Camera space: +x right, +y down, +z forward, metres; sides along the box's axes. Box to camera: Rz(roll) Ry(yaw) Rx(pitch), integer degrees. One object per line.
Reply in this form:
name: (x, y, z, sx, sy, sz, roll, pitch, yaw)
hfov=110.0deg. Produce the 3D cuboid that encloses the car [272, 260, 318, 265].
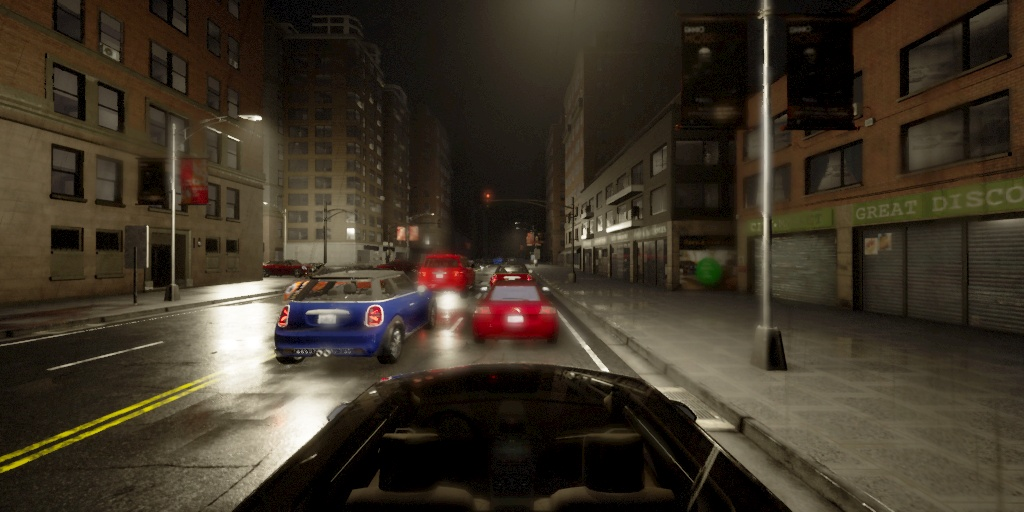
car: (-6.600, 1.102, 13.840, 2.097, 1.767, 4.553, 0, 0, 0)

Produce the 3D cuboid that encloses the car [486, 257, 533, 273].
car: (0.000, 1.104, 18.251, 2.097, 1.767, 4.553, 0, 0, 0)

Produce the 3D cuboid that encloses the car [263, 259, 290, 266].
car: (-20.793, 1.102, 33.570, 4.553, 1.767, 2.097, 0, 0, 2)

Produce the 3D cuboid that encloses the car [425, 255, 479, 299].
car: (-3.150, 0.974, 18.288, 2.150, 2.045, 5.566, 0, 0, 0)

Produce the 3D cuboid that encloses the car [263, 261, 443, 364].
car: (-3.147, 1.102, 8.249, 2.097, 1.767, 4.553, 0, 0, 0)

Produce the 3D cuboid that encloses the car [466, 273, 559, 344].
car: (0.092, 1.315, 9.633, 1.994, 1.385, 4.181, 0, 0, 0)

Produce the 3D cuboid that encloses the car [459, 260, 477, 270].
car: (-6.596, 1.319, 54.042, 2.033, 1.411, 5.357, 0, 0, 0)
